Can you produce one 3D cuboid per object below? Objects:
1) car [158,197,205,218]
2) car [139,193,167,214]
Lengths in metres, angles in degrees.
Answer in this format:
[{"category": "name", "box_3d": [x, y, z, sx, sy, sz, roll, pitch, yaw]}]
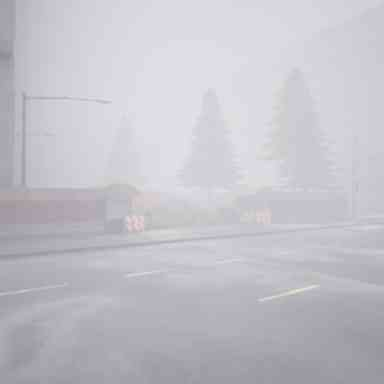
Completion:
[{"category": "car", "box_3d": [-0.722, 1.523, 30.593, 3.988, 1.617, 1.851, 1, 0, -35]}, {"category": "car", "box_3d": [-2.751, 1.362, 34.641, 4.605, 1.855, 1.932, 1, 0, -35]}]
